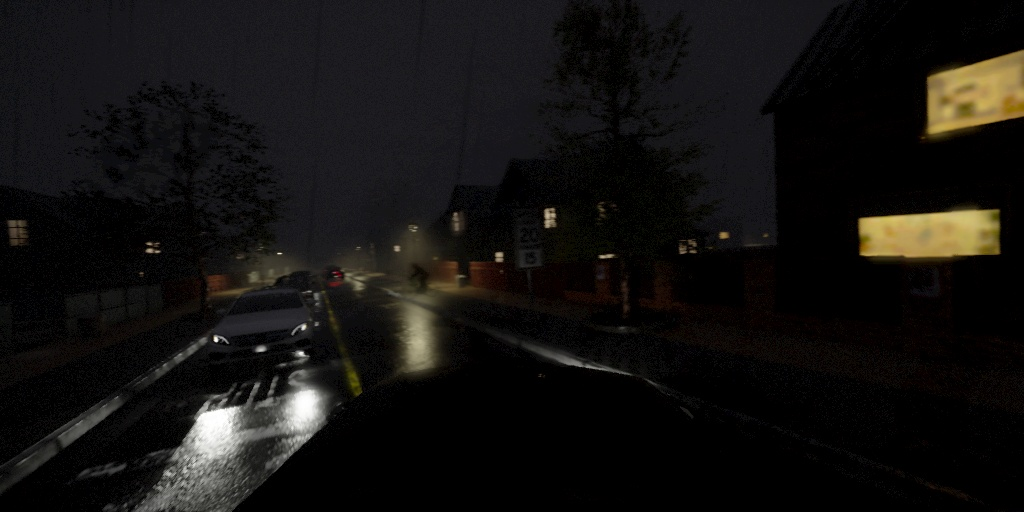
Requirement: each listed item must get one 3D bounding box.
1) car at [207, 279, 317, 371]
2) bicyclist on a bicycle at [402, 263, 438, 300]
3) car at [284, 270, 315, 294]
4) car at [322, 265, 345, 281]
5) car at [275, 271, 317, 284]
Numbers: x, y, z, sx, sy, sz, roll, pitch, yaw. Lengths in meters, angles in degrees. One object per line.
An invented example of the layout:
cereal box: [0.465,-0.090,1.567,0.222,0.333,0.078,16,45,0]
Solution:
car: [-5.975,1.554,8.935,1.812,1.442,4.674,-4,1,-29]
bicyclist on a bicycle: [-4.182,1.125,16.259,1.656,1.620,0.582,-4,1,-29]
car: [-16.385,1.931,27.845,1.837,1.490,4.892,-4,1,-29]
car: [-20.049,1.992,40.566,1.837,1.490,4.892,-4,1,-29]
car: [-10.873,1.707,17.825,2.128,1.511,4.902,-4,1,-28]
